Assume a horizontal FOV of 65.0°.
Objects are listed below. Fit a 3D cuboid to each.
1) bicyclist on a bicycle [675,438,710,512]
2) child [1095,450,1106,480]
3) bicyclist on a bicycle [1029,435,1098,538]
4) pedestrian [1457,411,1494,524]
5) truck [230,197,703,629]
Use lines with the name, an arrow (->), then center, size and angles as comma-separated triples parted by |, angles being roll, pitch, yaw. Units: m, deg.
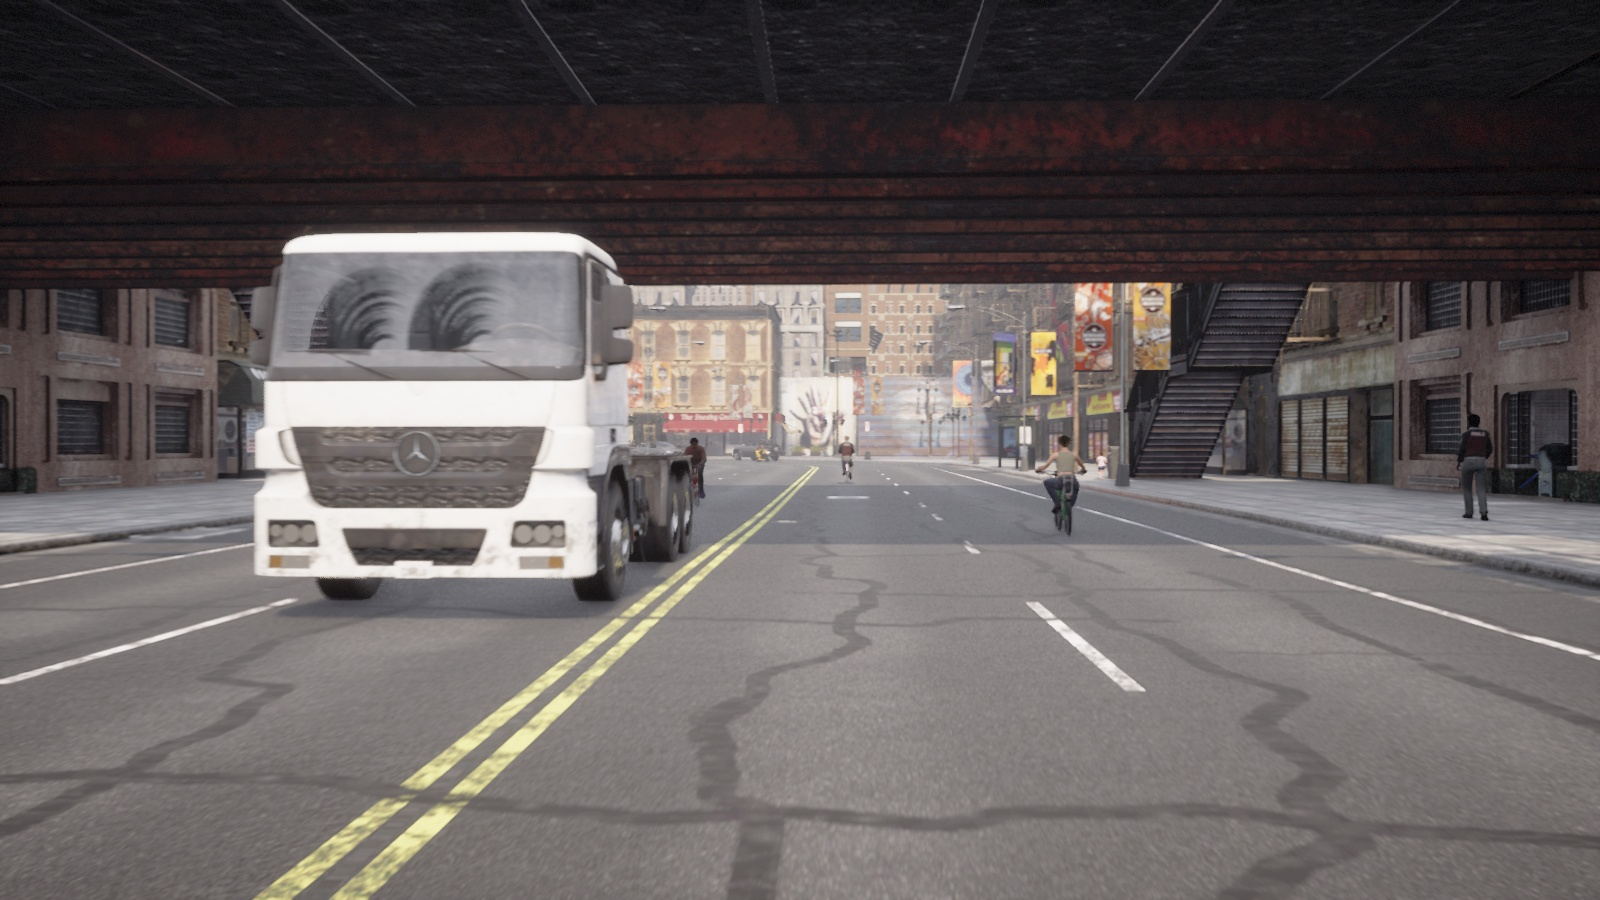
bicyclist on a bicycle -> -2.417, 0.537, 28.330 | 0.582, 1.620, 1.656 | 0, 1, 2
child -> 10.862, 0.539, 45.414 | 0.255, 1.110, 0.394 | 0, 0, -7
bicyclist on a bicycle -> 4.272, 0.572, 20.477 | 0.866, 1.612, 1.509 | 0, 0, 3
pedestrian -> 11.640, 0.294, 21.654 | 0.402, 1.930, 0.666 | 0, 0, 13
truck -> -3.005, -0.318, 14.069 | 2.891, 3.462, 7.936 | 0, 0, 2
